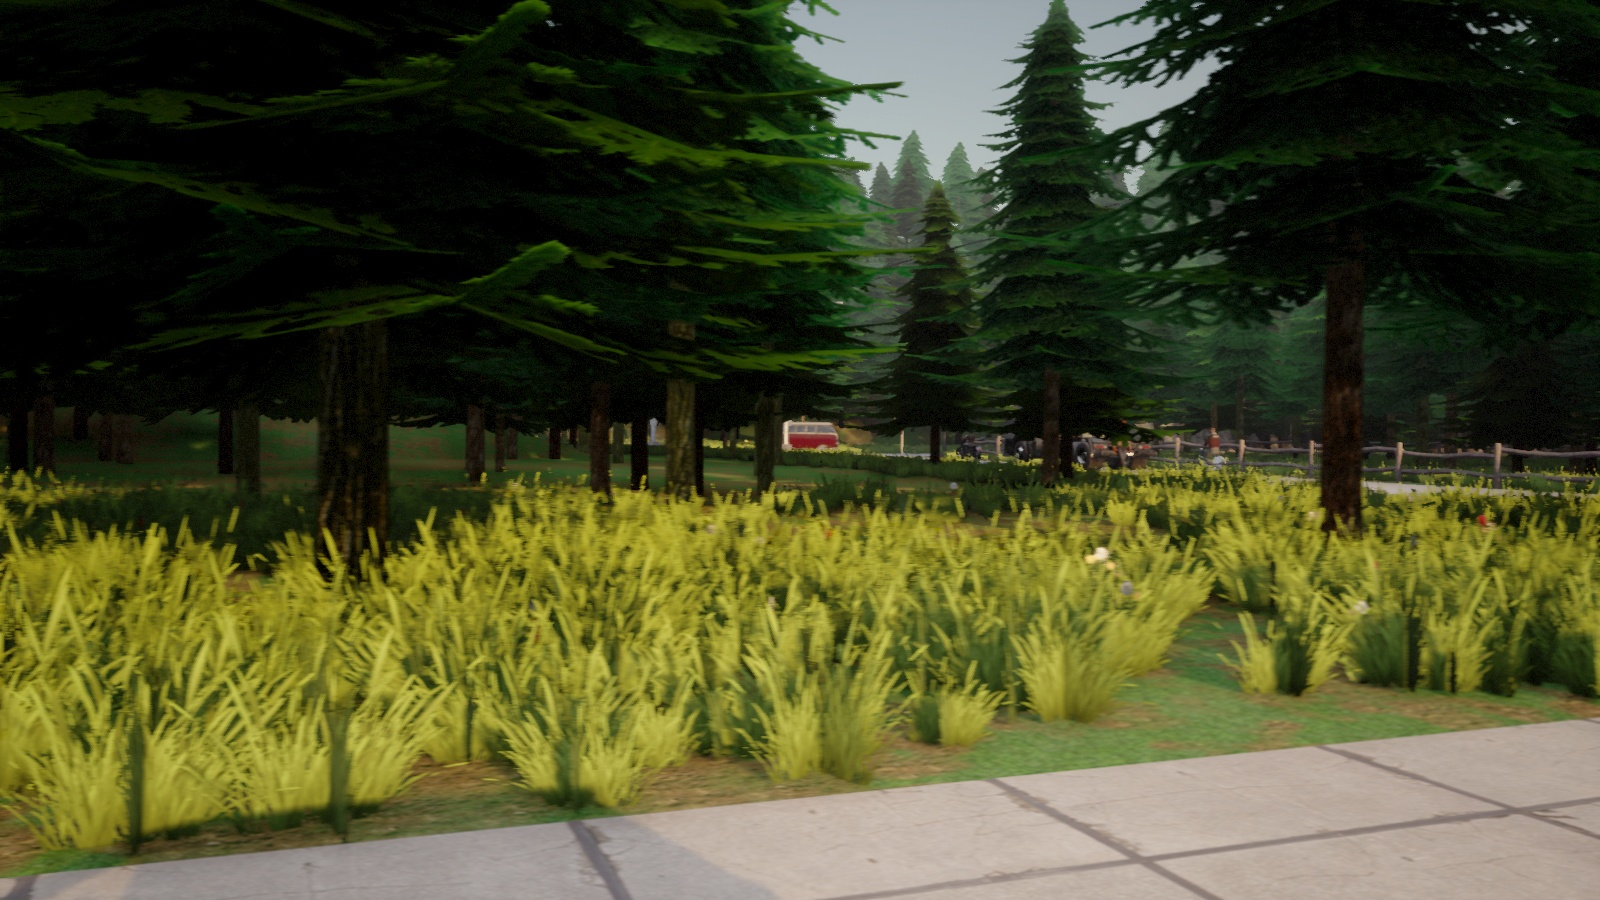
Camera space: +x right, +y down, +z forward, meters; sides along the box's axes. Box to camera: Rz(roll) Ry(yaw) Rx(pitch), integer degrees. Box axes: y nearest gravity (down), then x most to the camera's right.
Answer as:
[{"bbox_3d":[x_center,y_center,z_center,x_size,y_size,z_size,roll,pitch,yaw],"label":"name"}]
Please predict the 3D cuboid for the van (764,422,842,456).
[{"bbox_3d":[0.156,-0.677,74.558,4.442,1.987,1.775,-1,1,-5],"label":"van"}]

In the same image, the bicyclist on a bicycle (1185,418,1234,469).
[{"bbox_3d":[14.639,-0.247,44.907,0.659,1.776,1.843,-1,1,-20],"label":"bicyclist on a bicycle"}]

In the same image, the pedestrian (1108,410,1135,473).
[{"bbox_3d":[9.338,-0.261,36.473,0.328,1.805,0.869,-1,1,-19],"label":"pedestrian"}]

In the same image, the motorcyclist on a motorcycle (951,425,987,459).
[{"bbox_3d":[8.378,-0.384,62.386,0.766,1.649,2.350,-1,1,-21],"label":"motorcyclist on a motorcycle"}]

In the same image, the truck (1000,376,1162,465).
[{"bbox_3d":[11.678,-1.202,53.178,2.891,3.462,7.936,-1,1,-20],"label":"truck"}]
